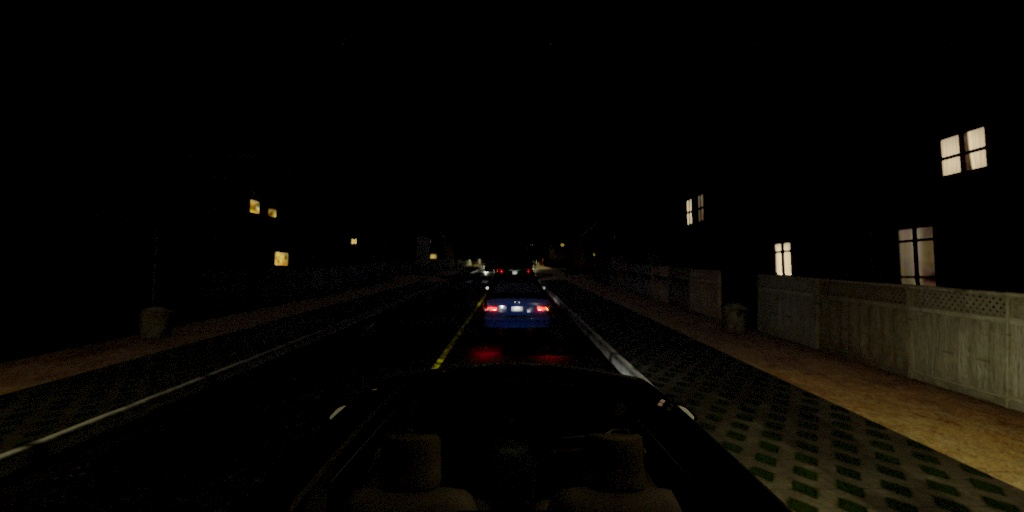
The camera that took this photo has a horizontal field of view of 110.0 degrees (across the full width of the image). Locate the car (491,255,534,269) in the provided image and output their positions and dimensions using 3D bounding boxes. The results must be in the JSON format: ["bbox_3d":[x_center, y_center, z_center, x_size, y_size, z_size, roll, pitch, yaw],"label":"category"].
[{"bbox_3d":[0.116,0.955,21.161,2.150,2.045,5.566,0,0,-1],"label":"car"}]

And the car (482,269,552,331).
[{"bbox_3d":[0.116,1.286,10.945,2.033,1.411,5.357,0,0,0],"label":"car"}]

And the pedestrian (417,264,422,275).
[{"bbox_3d":[-9.745,1.100,37.702,0.375,1.860,0.375,0,-3,-1],"label":"pedestrian"}]

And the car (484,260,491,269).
[{"bbox_3d":[-2.746,1.246,49.924,1.882,1.535,5.008,0,0,0],"label":"car"}]
